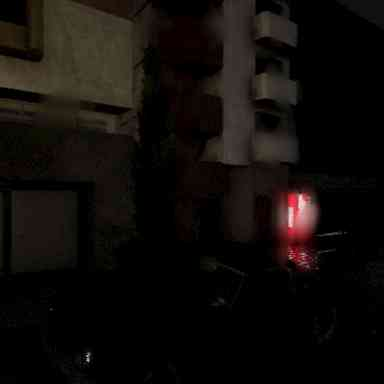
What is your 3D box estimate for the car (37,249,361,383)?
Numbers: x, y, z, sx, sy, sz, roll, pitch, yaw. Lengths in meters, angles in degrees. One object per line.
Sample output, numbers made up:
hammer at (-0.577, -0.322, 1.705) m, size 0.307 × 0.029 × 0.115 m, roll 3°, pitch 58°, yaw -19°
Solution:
car at (0.383, 1.619, 4.871) m, size 4.718 × 1.301 × 1.895 m, roll 0°, pitch 0°, yaw -35°
